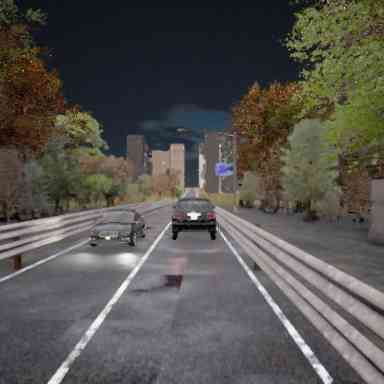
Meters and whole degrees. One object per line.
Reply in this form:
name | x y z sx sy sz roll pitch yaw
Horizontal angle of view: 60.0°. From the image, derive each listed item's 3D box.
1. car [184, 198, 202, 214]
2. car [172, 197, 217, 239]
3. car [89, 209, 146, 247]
car | 0.088 1.677 40.958 2.097 1.767 4.553 0 -1 0
car | 0.096 1.279 17.801 2.150 2.045 5.566 0 0 0
car | -3.256 1.567 15.309 1.837 1.490 4.892 0 -1 0
